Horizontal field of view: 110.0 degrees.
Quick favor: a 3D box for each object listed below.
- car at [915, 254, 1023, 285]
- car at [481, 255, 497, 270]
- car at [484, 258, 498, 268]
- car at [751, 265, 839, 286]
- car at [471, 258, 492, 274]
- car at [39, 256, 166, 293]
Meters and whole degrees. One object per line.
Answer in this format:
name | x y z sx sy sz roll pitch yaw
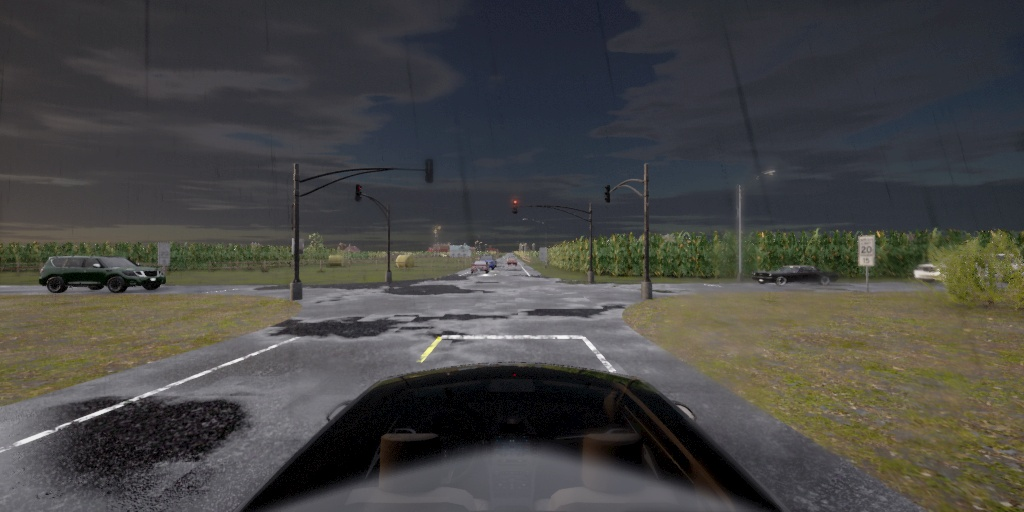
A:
car | 30.520 0.873 23.955 5.566 2.045 2.150 -1 0 -1
car | -3.593 0.926 51.186 2.150 2.045 5.566 0 0 0
car | -3.582 1.173 61.610 2.128 1.511 4.902 0 0 0
car | 18.726 1.292 23.869 4.718 1.301 1.895 0 0 -3
car | -3.604 1.246 41.235 1.812 1.442 4.674 0 0 0
car | -23.374 1.007 20.569 5.566 2.045 2.150 0 0 0
